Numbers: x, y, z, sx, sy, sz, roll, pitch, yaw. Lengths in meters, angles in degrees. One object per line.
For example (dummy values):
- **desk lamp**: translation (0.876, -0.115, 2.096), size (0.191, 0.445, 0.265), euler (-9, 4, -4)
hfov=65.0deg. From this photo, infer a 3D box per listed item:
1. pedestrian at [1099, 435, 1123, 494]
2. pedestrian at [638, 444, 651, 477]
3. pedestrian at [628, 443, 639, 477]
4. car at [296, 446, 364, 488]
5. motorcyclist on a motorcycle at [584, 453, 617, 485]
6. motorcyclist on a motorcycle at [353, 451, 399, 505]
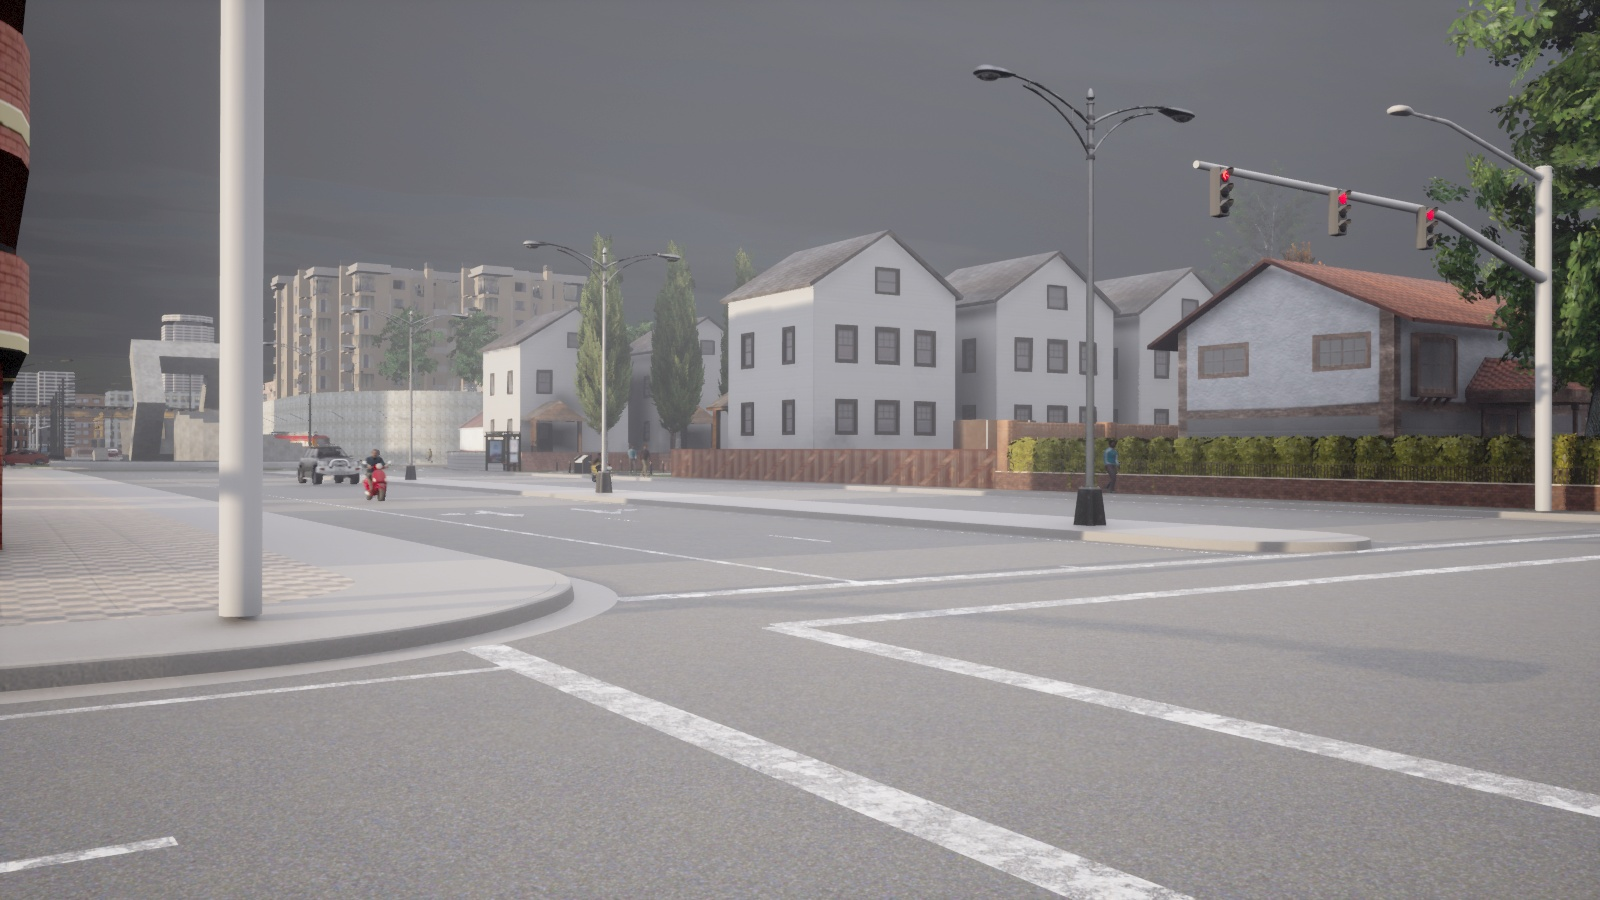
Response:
- **pedestrian**: translation (10.243, 0.479, 41.336), size (0.396, 1.930, 0.692), euler (0, 0, -32)
- **pedestrian**: translation (-8.662, 0.589, 70.015), size (0.431, 1.840, 0.703), euler (0, 0, -37)
- **pedestrian**: translation (-9.526, 0.595, 71.920), size (0.396, 1.930, 0.692), euler (0, 0, -32)
- **car**: translation (-21.633, 0.748, 57.669), size (1.932, 1.855, 4.605), euler (0, 0, -33)
- **motorcyclist on a motorcycle**: translation (-9.599, 0.895, 60.317), size (0.797, 1.523, 2.044), euler (0, 0, -33)
- **motorcyclist on a motorcycle**: translation (-12.844, 0.818, 38.021), size (0.866, 1.590, 1.817), euler (0, 0, -33)
